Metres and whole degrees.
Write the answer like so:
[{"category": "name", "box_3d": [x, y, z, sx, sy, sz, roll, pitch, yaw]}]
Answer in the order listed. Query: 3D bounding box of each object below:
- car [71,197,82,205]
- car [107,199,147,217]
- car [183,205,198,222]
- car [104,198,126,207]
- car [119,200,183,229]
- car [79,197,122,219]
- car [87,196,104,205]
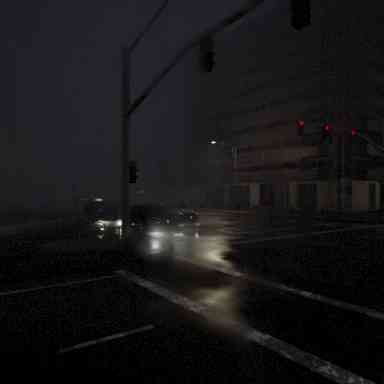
[{"category": "car", "box_3d": [-20.005, 1.546, 58.882, 2.128, 1.511, 4.902, 0, 0, -35]}, {"category": "car", "box_3d": [-6.655, 1.547, 33.721, 2.128, 1.511, 4.902, 0, 0, -35]}, {"category": "car", "box_3d": [-1.413, 1.581, 26.379, 1.812, 1.442, 4.674, 0, 0, -35]}, {"category": "car", "box_3d": [-12.780, 1.656, 54.763, 1.895, 1.301, 4.718, 0, 0, -36]}, {"category": "car", "box_3d": [-2.870, 1.560, 22.355, 1.837, 1.490, 4.892, 0, 0, -35]}, {"category": "car", "box_3d": [-8.193, 1.533, 29.843, 1.882, 1.535, 5.008, 0, 0, -35]}, {"category": "car", "box_3d": [-18.054, 1.581, 62.188, 1.812, 1.442, 4.674, 0, 0, -34]}]
